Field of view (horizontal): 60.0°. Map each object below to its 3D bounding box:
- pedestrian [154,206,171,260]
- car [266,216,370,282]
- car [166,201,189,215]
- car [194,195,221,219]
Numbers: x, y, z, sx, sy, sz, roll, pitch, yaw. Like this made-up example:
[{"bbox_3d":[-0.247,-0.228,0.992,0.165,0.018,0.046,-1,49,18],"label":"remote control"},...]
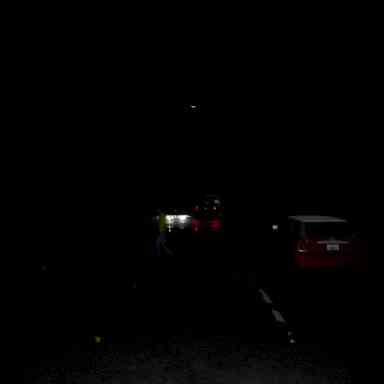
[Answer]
[{"bbox_3d":[-1.001,1.305,11.069,0.375,1.860,0.375,-1,1,-13],"label":"pedestrian"},{"bbox_3d":[3.385,1.416,9.667,1.970,1.475,3.806,0,0,2],"label":"car"},{"bbox_3d":[-1.421,1.683,34.968,1.994,1.385,4.181,0,0,5],"label":"car"},{"bbox_3d":[1.374,1.448,30.722,2.097,1.767,4.553,0,0,5],"label":"car"}]
